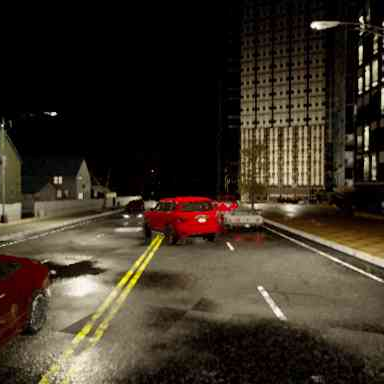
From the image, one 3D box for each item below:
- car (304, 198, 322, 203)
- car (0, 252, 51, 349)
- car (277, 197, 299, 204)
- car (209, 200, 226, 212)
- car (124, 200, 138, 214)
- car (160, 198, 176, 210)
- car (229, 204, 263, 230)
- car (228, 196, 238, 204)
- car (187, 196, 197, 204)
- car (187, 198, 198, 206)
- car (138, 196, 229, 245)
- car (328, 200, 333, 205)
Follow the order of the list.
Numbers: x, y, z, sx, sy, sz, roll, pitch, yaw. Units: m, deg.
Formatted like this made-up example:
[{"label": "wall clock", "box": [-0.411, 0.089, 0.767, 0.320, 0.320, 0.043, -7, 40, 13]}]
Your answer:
[{"label": "car", "box": [31.049, 2.177, 85.505, 4.403, 1.369, 2.008, 0, 1, 20]}, {"label": "car", "box": [-3.363, 1.542, 4.071, 1.812, 1.442, 4.674, 0, 0, 0]}, {"label": "car", "box": [23.015, 2.068, 80.051, 5.009, 1.841, 2.192, 0, 1, 20]}, {"label": "car", "box": [3.251, 1.808, 43.727, 1.895, 1.301, 4.718, 0, 0, 0]}, {"label": "car", "box": [-6.597, 1.659, 38.942, 1.882, 1.535, 5.008, 0, 0, 0]}, {"label": "car", "box": [-3.343, 1.705, 47.556, 1.882, 1.535, 5.008, 0, 0, 0]}, {"label": "car", "box": [3.251, 1.697, 21.719, 1.895, 1.301, 4.718, 0, 0, 0]}, {"label": "car", "box": [3.251, 1.372, 32.725, 2.150, 2.045, 5.566, 0, 0, 0]}, {"label": "car", "box": [0.004, 1.747, 75.431, 2.097, 1.767, 4.553, 0, 0, 0]}, {"label": "car", "box": [0.083, 1.884, 64.157, 1.994, 1.385, 4.181, 0, -1, 0]}, {"label": "car", "box": [-0.688, 1.293, 16.404, 2.150, 2.045, 5.566, -2, 0, -25]}, {"label": "car", "box": [33.661, 2.365, 76.157, 4.507, 1.381, 1.887, 0, 1, 20]}]
